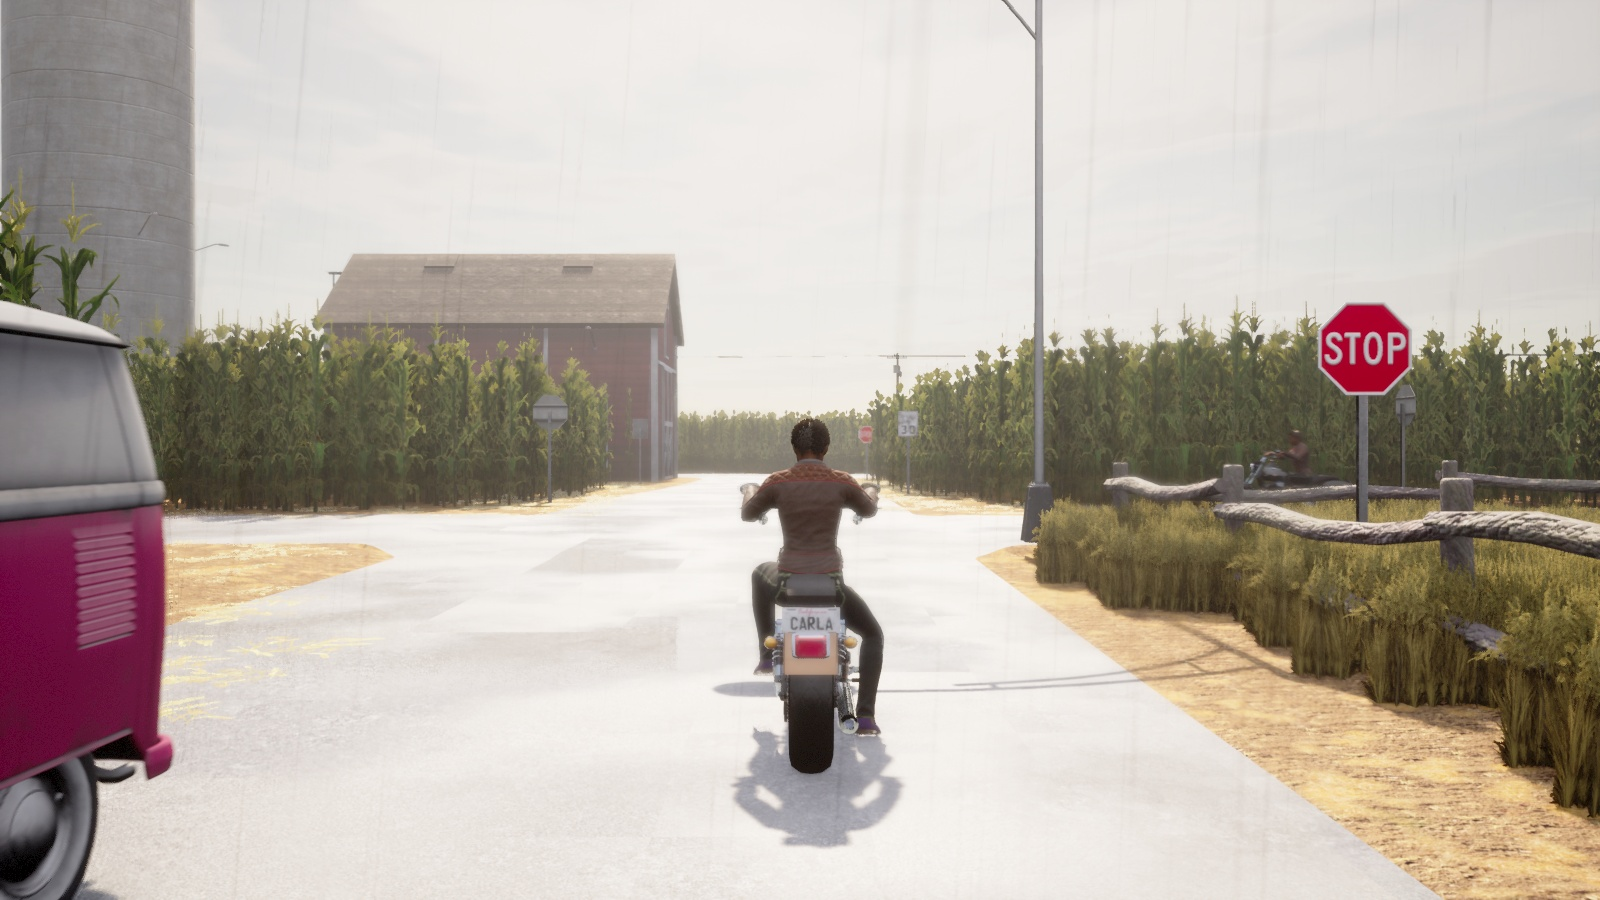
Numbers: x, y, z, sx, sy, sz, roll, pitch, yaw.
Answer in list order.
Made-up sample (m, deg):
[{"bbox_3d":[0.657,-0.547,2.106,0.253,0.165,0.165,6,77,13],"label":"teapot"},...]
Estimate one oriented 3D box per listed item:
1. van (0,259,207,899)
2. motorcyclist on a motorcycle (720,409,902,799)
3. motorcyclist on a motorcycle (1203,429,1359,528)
[{"bbox_3d":[-3.071,0.481,2.377,1.775,1.987,4.442,0,0,0],"label":"van"},{"bbox_3d":[0.053,0.647,6.489,0.766,1.649,2.350,0,0,0],"label":"motorcyclist on a motorcycle"},{"bbox_3d":[8.209,0.482,21.500,2.350,1.649,0.766,0,0,1],"label":"motorcyclist on a motorcycle"}]
